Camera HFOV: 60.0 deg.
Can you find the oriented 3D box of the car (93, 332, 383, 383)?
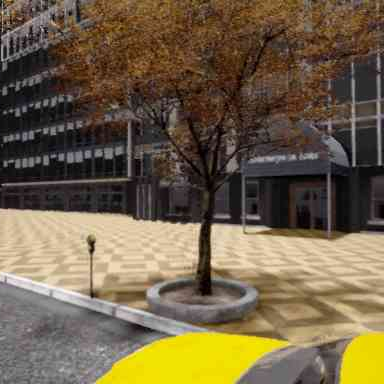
[{"bbox_3d":[1.287,1.525,1.960,4.829,1.417,1.752,0,0,35],"label":"car"}]
